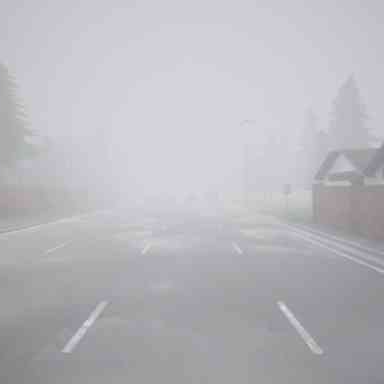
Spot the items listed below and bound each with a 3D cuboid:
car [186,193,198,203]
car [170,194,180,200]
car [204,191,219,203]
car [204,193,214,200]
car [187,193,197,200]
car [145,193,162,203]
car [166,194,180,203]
[{"bbox_3d":[-0.005,1.131,58.801,2.128,1.511,4.902,0,0,0],"label":"car"},{"bbox_3d":[-3.505,1.034,69.251,1.895,1.301,4.718,0,0,0],"label":"car"},{"bbox_3d":[3.495,0.861,58.831,2.150,2.045,5.566,0,0,0],"label":"car"},{"bbox_3d":[3.495,0.963,69.221,1.812,1.442,4.674,0,0,0],"label":"car"},{"bbox_3d":[-0.005,0.992,69.221,1.994,1.385,4.181,0,0,0],"label":"car"},{"bbox_3d":[-7.005,0.990,59.186,2.097,1.767,4.553,0,0,0],"label":"car"},{"bbox_3d":[-3.505,1.145,58.802,1.837,1.490,4.892,0,0,0],"label":"car"}]
